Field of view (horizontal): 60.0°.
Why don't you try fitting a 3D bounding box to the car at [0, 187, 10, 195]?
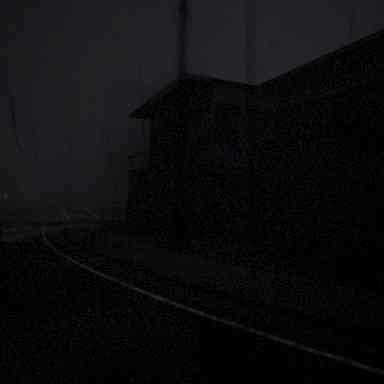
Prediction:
[{"bbox_3d":[-40.232,-0.213,71.083,1.837,1.490,4.892,1,1,-23],"label":"car"}]
